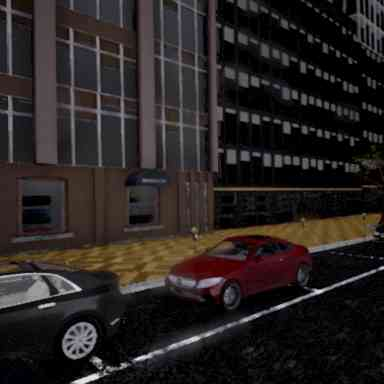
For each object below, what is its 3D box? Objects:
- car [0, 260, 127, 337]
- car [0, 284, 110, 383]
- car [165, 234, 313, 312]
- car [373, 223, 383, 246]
[{"bbox_3d":[-2.993,1.670,4.314,4.403,1.369,2.008,0,-2,-41],"label":"car"},{"bbox_3d":[-2.560,1.622,1.254,4.181,1.385,1.994,0,-1,-40],"label":"car"},{"bbox_3d":[1.321,1.723,8.014,4.206,1.307,1.802,0,-2,-41],"label":"car"},{"bbox_3d":[9.947,1.735,15.418,4.403,1.369,2.008,0,-2,-41],"label":"car"}]
